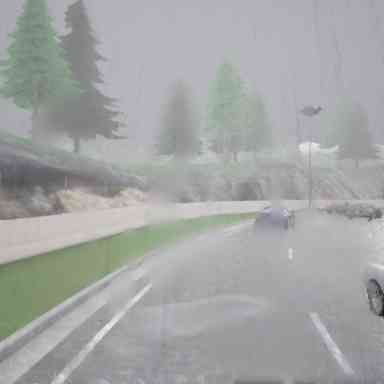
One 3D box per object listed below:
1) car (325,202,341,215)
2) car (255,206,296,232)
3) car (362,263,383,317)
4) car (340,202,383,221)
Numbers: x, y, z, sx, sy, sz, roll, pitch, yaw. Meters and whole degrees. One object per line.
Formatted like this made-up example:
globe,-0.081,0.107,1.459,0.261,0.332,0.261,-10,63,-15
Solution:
car,15.914,1.737,34.833,4.718,1.301,1.895,0,0,-43
car,5.235,1.570,20.621,1.812,1.442,4.674,0,0,26
car,4.088,1.636,4.495,1.895,1.301,4.718,0,0,6
car,14.944,1.675,28.656,2.033,1.411,5.357,0,0,41
